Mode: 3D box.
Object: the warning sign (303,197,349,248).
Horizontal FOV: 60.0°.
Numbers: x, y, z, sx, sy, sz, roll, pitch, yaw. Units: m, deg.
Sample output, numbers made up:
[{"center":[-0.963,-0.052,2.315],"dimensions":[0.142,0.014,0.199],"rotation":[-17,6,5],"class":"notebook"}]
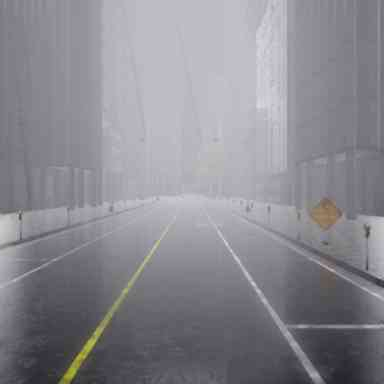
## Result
[{"center":[5.066,1.113,12.650],"dimensions":[1.300,1.860,1.060],"rotation":[0,0,0],"class":"warning sign"}]
